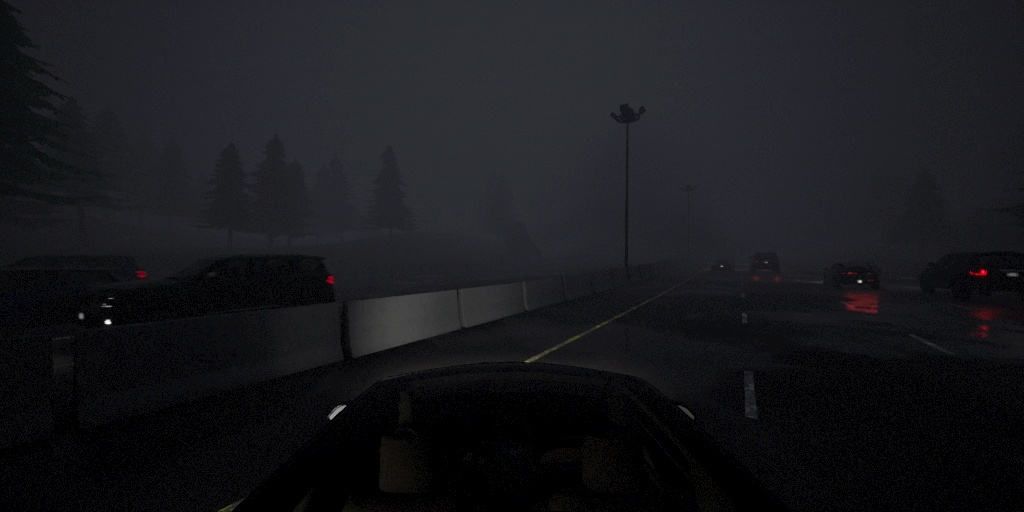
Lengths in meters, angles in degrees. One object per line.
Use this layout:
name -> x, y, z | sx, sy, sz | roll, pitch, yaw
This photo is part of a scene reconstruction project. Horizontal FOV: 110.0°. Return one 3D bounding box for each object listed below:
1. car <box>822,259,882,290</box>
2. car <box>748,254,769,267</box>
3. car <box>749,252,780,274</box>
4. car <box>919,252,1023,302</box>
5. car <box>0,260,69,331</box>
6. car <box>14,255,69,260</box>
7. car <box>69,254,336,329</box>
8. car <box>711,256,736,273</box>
car -> 20.111, 1.109, 21.407 | 1.837, 1.490, 4.892 | 0, 0, 33
car -> 32.416, 0.583, 47.239 | 2.128, 1.511, 4.902 | 0, 1, 32
car -> 24.390, 0.628, 34.642 | 2.150, 2.045, 5.566 | 0, 1, 32
car -> 20.981, 0.862, 16.255 | 2.150, 2.045, 5.566 | 0, -1, 32
car -> -12.820, 1.092, 9.156 | 2.097, 1.767, 4.553 | 0, 0, 32
car -> -18.083, 0.957, 13.922 | 2.150, 2.045, 5.566 | 0, 0, 32
car -> -7.991, 0.965, 10.222 | 2.150, 2.045, 5.566 | 0, 0, 32
car -> 21.816, 0.955, 37.121 | 1.994, 1.385, 4.181 | 0, 1, 33
